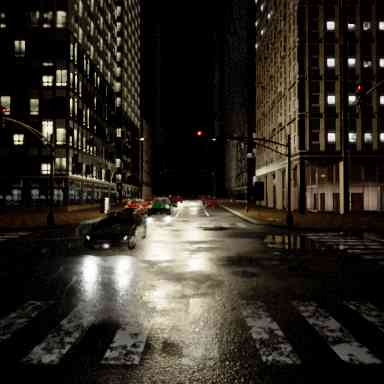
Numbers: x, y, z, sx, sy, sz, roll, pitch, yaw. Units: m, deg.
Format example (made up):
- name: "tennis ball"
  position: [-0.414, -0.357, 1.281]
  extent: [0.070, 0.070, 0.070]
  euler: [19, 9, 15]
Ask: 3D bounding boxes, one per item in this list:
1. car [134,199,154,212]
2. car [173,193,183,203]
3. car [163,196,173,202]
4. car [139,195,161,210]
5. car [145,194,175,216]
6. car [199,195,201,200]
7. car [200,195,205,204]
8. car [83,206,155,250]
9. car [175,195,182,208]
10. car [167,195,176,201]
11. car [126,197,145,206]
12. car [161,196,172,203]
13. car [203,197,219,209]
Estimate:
- name: "car"
  position: [-5.618, 1.597, 39.411]
  extent: [1.802, 1.307, 4.206]
  euler: [1, 0, 0]
- name: "car"
  position: [-2.906, 1.232, 64.685]
  extent: [2.150, 2.045, 5.566]
  euler: [0, 0, 0]
- name: "car"
  position: [-5.558, 1.582, 78.436]
  extent: [2.008, 1.369, 4.403]
  euler: [1, 0, 0]
- name: "car"
  position: [-5.604, 1.332, 44.986]
  extent: [2.192, 1.841, 5.009]
  euler: [1, 0, 0]
- name: "car"
  position: [-3.051, 1.364, 32.635]
  extent: [2.097, 1.767, 4.553]
  euler: [0, 0, 0]
- name: "car"
  position: [2.796, 1.590, 61.768]
  extent: [1.947, 1.339, 4.313]
  euler: [1, 0, 0]
- name: "car"
  position: [2.789, 1.547, 56.361]
  extent: [1.752, 1.417, 4.829]
  euler: [1, 0, 0]
- name: "car"
  position: [-3.078, 1.553, 14.572]
  extent: [2.033, 1.411, 5.357]
  euler: [0, 0, 0]
- name: "car"
  position: [-3.021, 1.566, 48.647]
  extent: [2.033, 1.411, 5.357]
  euler: [0, 0, 0]
- name: "car"
  position: [-5.542, 1.587, 89.587]
  extent: [2.008, 1.369, 4.403]
  euler: [1, 0, 0]
- name: "car"
  position: [-5.623, 1.453, 33.835]
  extent: [1.967, 1.590, 4.097]
  euler: [1, 0, 0]
- name: "car"
  position: [-5.567, 1.573, 72.861]
  extent: [1.887, 1.381, 4.507]
  euler: [1, 0, 0]
- name: "car"
  position: [2.770, 1.599, 45.035]
  extent: [1.802, 1.307, 4.206]
  euler: [1, 0, 0]
